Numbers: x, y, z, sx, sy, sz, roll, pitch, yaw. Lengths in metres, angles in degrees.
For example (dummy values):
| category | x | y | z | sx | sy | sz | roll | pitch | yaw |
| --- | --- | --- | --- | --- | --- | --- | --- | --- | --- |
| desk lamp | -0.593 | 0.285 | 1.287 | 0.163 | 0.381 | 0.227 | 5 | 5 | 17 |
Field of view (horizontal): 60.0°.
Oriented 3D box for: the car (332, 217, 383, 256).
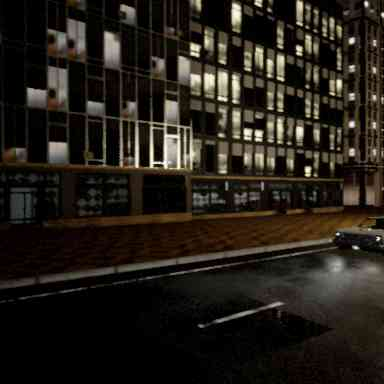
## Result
| category | x | y | z | sx | sy | sz | roll | pitch | yaw |
| --- | --- | --- | --- | --- | --- | --- | --- | --- | --- |
| car | 7.549 | 1.653 | 12.954 | 4.718 | 1.301 | 1.895 | 0 | 0 | -35 |
